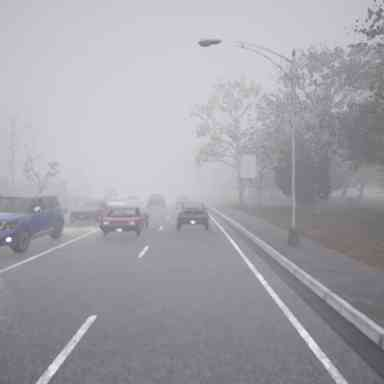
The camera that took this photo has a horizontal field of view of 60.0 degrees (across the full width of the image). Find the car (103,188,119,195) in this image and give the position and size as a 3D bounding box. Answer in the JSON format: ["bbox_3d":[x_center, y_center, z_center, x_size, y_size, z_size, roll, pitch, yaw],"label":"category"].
[{"bbox_3d":[-12.786,0.394,52.915,2.150,2.045,5.566,0,1,-9],"label":"car"}]

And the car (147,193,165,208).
[{"bbox_3d":[-4.438,0.957,41.409,2.097,1.767,4.553,0,1,-4],"label":"car"}]

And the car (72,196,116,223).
[{"bbox_3d":[-7.107,1.295,23.779,1.882,1.535,5.008,0,1,-1],"label":"car"}]

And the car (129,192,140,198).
[{"bbox_3d":[-9.331,0.689,53.477,1.812,1.442,4.674,0,1,-9],"label":"car"}]

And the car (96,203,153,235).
[{"bbox_3d":[-3.445,1.474,17.890,1.895,1.301,4.718,0,1,-1],"label":"car"}]

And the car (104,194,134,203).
[{"bbox_3d":[-7.455,1.225,34.049,1.812,1.442,4.674,0,1,-3],"label":"car"}]

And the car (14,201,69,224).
[{"bbox_3d":[-10.612,1.416,23.912,1.895,1.301,4.718,0,1,-1],"label":"car"}]

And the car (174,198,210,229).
[{"bbox_3d":[0.021,1.355,20.461,1.837,1.490,4.892,0,1,-1],"label":"car"}]

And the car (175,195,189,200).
[{"bbox_3d":[-1.324,1.115,45.847,1.994,1.385,4.181,0,1,-6],"label":"car"}]

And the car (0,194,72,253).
[{"bbox_3d":[-7.054,1.130,13.589,2.150,2.045,5.566,0,0,-1],"label":"car"}]
